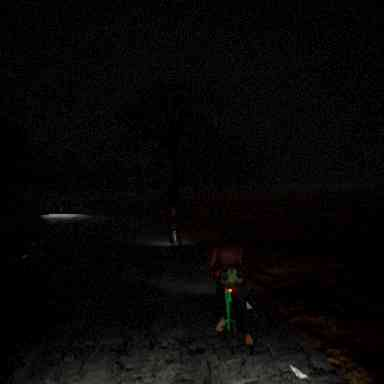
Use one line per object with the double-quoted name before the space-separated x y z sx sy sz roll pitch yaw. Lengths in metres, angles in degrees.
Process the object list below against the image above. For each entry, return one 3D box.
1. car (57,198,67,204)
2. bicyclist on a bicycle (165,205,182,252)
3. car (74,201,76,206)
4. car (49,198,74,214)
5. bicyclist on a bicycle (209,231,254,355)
"car" -27.178 1.872 69.689 1.895 1.301 4.718 0 0 -19
"bicyclist on a bicycle" -0.755 1.385 13.166 0.659 1.776 1.843 0 0 -9
"car" -20.915 1.802 56.468 1.895 1.301 4.718 0 0 -26
"car" -14.361 1.652 36.055 1.994 1.385 4.181 0 0 -26
"bicyclist on a bicycle" 0.547 1.448 5.136 0.582 1.620 1.656 0 0 -1
